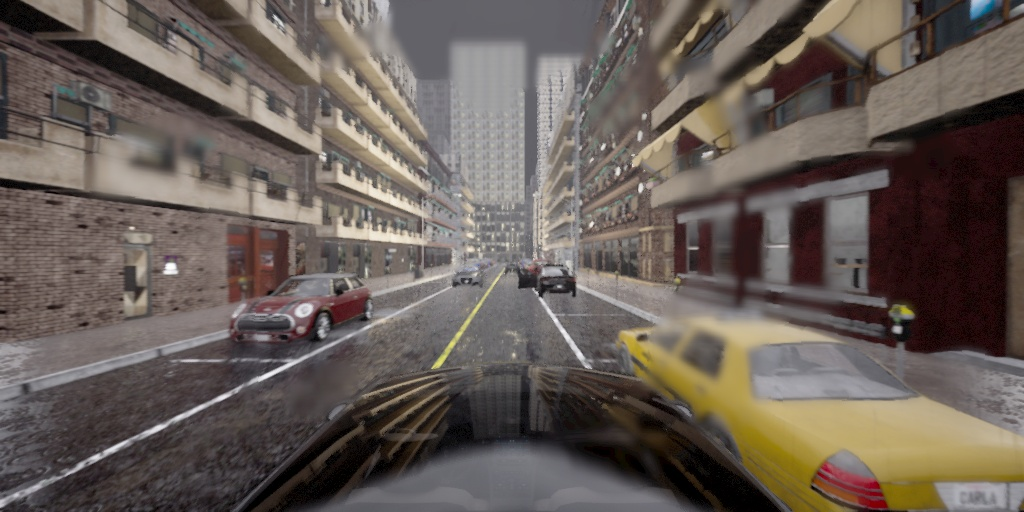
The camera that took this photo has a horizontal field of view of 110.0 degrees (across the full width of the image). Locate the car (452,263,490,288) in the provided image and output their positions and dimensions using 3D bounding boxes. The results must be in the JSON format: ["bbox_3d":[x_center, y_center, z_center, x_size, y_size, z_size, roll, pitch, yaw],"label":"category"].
[{"bbox_3d":[-2.843,1.413,24.423,1.994,1.385,4.181,0,0,0],"label":"car"}]

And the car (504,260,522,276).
[{"bbox_3d":[0.074,1.450,46.782,1.837,1.490,4.892,0,0,0],"label":"car"}]

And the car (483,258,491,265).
[{"bbox_3d":[-5.306,1.462,65.113,1.967,1.591,4.097,0,0,0],"label":"car"}]

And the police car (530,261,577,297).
[{"bbox_3d":[2.245,1.253,19.546,1.930,1.638,5.238,0,0,0],"label":"police car"}]

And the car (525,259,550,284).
[{"bbox_3d":[2.570,1.196,31.837,2.192,1.841,5.009,0,0,0],"label":"car"}]

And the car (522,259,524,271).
[{"bbox_3d":[2.572,1.477,48.654,1.751,1.417,4.829,0,0,0],"label":"car"}]

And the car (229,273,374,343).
[{"bbox_3d":[-5.314,1.225,9.622,1.967,1.591,4.097,0,0,0],"label":"car"}]

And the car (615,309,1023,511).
[{"bbox_3d":[2.566,1.286,4.262,1.751,1.417,4.829,0,0,0],"label":"car"}]

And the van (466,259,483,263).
[{"bbox_3d":[-5.309,1.293,48.466,1.690,1.789,3.998,0,0,0],"label":"van"}]
